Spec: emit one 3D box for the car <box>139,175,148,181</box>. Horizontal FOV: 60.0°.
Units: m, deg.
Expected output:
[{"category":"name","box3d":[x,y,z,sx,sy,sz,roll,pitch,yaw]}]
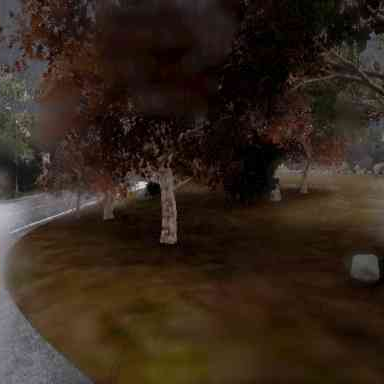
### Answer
[{"category":"car","box3d":[-10.277,-3.276,72.076,2.128,1.511,4.902,0,5,4]}]
